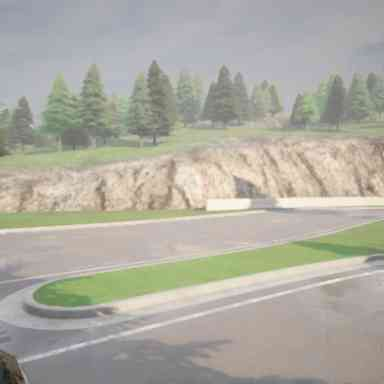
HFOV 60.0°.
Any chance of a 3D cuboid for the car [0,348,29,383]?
[{"bbox_3d":[-3.329,1.493,1.339,4.902,1.511,2.128,0,0,-35],"label":"car"}]
